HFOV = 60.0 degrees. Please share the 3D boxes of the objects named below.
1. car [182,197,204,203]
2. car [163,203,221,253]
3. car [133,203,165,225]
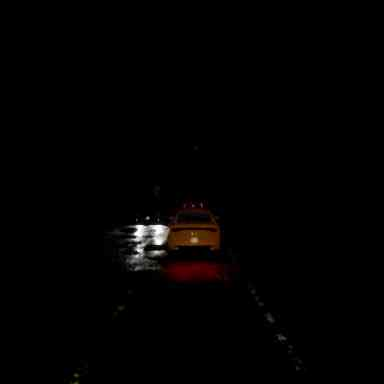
[{"bbox_3d":[0.109,1.226,31.785,2.097,1.767,4.553,0,0,0],"label":"car"},{"bbox_3d":[0.086,1.425,13.426,1.882,1.535,5.008,0,0,0],"label":"car"},{"bbox_3d":[-2.840,1.472,23.301,1.994,1.385,4.181,0,0,0],"label":"car"}]
